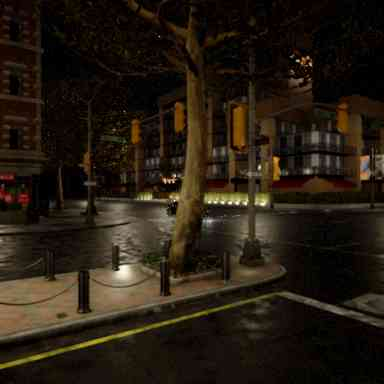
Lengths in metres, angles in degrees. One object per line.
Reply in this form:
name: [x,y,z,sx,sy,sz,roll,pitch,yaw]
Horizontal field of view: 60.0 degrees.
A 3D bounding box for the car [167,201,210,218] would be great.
car: [-0.431,1.529,29.441,1.837,1.490,4.892,0,0,-36]
